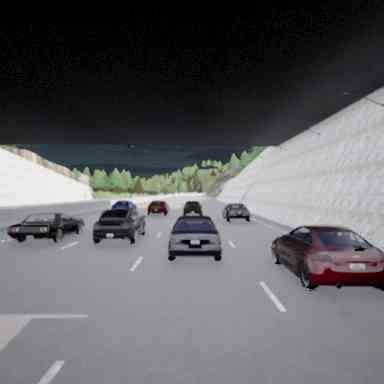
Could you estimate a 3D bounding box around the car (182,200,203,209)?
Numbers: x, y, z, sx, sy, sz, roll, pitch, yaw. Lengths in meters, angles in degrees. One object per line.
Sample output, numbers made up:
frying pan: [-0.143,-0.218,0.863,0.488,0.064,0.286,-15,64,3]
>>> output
car: [0.077,1.601,32.918,1.837,1.490,4.892,0,0,0]

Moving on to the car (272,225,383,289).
car: [3.595,1.591,9.238,1.994,1.385,4.181,0,0,0]

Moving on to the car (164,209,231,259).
car: [0.094,1.585,12.652,2.033,1.411,5.357,0,0,0]

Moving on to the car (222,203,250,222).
car: [3.585,1.628,27.568,2.033,1.411,5.357,0,0,0]

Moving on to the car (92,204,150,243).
car: [-3.408,1.553,16.212,1.837,1.490,4.892,0,0,0]

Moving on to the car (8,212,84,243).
car: [-6.908,1.649,16.417,1.895,1.301,4.718,0,0,0]

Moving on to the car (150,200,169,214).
car: [-3.425,1.578,34.350,1.882,1.535,5.008,0,0,0]

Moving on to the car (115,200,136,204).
car: [-6.925,1.579,34.374,1.882,1.535,5.008,0,0,0]
